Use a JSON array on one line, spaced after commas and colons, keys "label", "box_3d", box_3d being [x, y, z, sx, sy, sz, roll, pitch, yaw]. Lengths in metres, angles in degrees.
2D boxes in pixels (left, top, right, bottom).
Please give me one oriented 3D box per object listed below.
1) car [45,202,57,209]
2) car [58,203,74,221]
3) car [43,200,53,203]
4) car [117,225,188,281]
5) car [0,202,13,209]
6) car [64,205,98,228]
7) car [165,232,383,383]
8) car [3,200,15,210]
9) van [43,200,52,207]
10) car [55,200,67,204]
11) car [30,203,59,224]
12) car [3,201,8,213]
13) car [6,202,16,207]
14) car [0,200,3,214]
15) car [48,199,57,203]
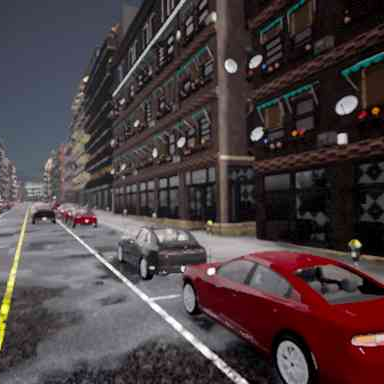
[{"label": "car", "box_3d": [-27.597, 2.667, 65.012, 1.802, 1.307, 4.206, 1, -2, -26]}, {"label": "car", "box_3d": [-10.712, 2.004, 30.175, 1.887, 1.381, 4.507, 1, -2, -26]}, {"label": "car", "box_3d": [-18.094, 2.118, 39.705, 1.882, 1.535, 5.008, 0, -1, -26]}, {"label": "car", "box_3d": [-1.083, 1.687, 10.261, 2.008, 1.369, 4.403, 2, -1, -26]}, {"label": "car", "box_3d": [-37.093, 2.725, 66.625, 1.887, 1.381, 4.507, 1, -2, -26]}, {"label": "car", "box_3d": [-8.305, 1.920, 25.197, 1.887, 1.381, 4.507, 1, -2, -26]}, {"label": "car", "box_3d": [1.325, 1.605, 5.281, 1.887, 1.381, 4.507, 2, -1, -26]}, {"label": "car", "box_3d": [-34.682, 2.398, 61.652, 2.192, 1.841, 5.009, 1, -2, -26]}, {"label": "van", "box_3d": [-34.818, 2.724, 79.955, 1.690, 1.788, 3.998, 1, -2, -26]}, {"label": "car", "box_3d": [-13.111, 1.984, 35.160, 1.967, 1.590, 4.097, 1, -2, -26]}, {"label": "car", "box_3d": [-13.140, 1.970, 29.473, 1.837, 1.490, 4.892, 0, -1, -26]}, {"label": "car", "box_3d": [-27.464, 2.370, 46.713, 1.947, 1.339, 4.313, 2, -2, -26]}, {"label": "car", "box_3d": [-44.316, 3.064, 81.560, 1.802, 1.307, 4.206, 1, -2, -26]}, {"label": "car", "box_3d": [-22.644, 1.943, 36.761, 2.192, 1.841, 5.009, 2, -2, -26]}, {"label": "car", "box_3d": [-17.962, 2.032, 45.102, 2.192, 1.841, 5.009, 1, -2, -26]}]
